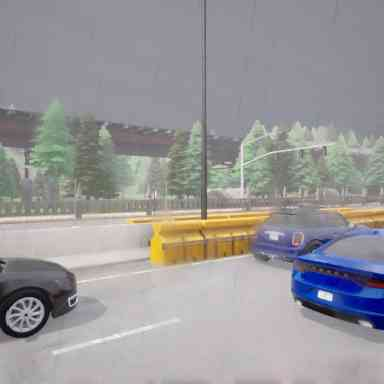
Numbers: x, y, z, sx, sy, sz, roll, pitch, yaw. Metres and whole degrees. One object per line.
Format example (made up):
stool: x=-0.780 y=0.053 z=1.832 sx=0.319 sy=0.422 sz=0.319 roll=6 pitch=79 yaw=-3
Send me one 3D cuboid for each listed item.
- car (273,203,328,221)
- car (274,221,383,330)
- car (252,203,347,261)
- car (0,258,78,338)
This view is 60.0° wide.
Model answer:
car: x=9.066 y=1.601 z=27.665 sx=4.718 sy=1.301 sz=1.895 roll=0 pitch=0 yaw=-36
car: x=4.108 y=1.478 z=6.681 sx=5.008 sy=1.535 sz=1.882 roll=0 pitch=0 yaw=-36
car: x=4.147 y=1.352 z=11.008 sx=4.553 sy=1.767 sz=2.097 roll=0 pitch=0 yaw=-36
car: x=-4.273 y=1.505 z=4.998 sx=4.892 sy=1.490 sz=1.837 roll=0 pitch=0 yaw=-35
